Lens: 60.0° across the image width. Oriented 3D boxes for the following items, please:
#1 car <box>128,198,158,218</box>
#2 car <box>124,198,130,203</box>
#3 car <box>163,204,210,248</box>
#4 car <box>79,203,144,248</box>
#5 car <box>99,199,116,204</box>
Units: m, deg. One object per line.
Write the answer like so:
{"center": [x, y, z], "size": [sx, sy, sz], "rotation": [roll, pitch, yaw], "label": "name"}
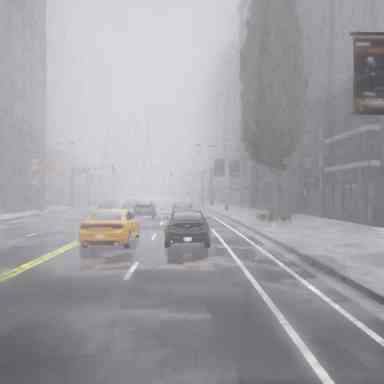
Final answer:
{"center": [-4.158, 1.518, 29.820], "size": [2.128, 1.511, 4.902], "rotation": [0, 0, -3], "label": "car"}
{"center": [-8.698, 1.611, 47.457], "size": [1.812, 1.442, 4.674], "rotation": [0, 0, -5], "label": "car"}
{"center": [-0.230, 1.522, 14.884], "size": [1.837, 1.490, 4.892], "rotation": [0, 0, -2], "label": "car"}
{"center": [-3.478, 1.490, 14.786], "size": [1.882, 1.535, 5.008], "rotation": [0, 0, -2], "label": "car"}
{"center": [-11.935, 1.651, 47.167], "size": [2.033, 1.411, 5.357], "rotation": [0, 0, -5], "label": "car"}
